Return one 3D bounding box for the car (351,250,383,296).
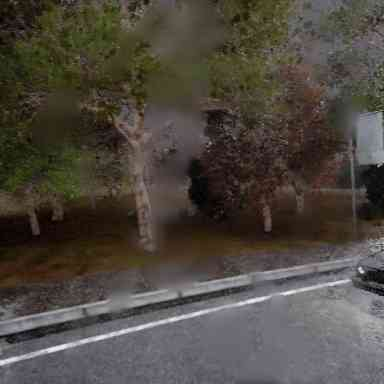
[{"bbox_3d":[5.934,1.475,7.287,5.357,1.411,2.033,0,1,-29],"label":"car"}]
